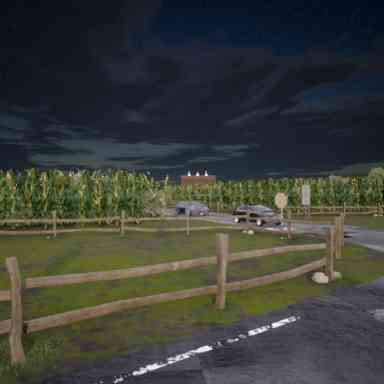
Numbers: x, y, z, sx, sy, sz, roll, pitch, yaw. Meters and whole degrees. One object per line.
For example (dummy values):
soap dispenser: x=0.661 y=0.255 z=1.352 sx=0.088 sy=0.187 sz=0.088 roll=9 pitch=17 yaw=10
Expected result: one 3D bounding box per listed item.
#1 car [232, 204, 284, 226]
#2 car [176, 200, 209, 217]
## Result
car: x=4.895 y=1.704 z=25.254 sx=1.837 sy=1.490 sz=4.892 roll=0 pitch=0 yaw=-26
car: x=0.014 y=1.678 z=35.629 sx=2.097 sy=1.767 sz=4.553 roll=0 pitch=0 yaw=-25
